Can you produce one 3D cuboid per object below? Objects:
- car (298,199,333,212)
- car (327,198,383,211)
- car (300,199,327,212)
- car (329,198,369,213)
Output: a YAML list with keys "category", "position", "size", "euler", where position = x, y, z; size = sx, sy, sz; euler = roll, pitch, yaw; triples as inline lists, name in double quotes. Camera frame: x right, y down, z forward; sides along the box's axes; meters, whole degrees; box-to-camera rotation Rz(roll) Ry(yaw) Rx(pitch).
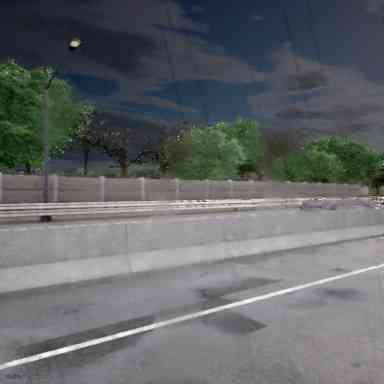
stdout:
- category: "car"
  position: [14.527, 1.538, 39.089]
  size: [4.181, 1.385, 1.994]
  euler: [0, 0, -38]
- category: "car"
  position: [13.076, 1.328, 26.113]
  size: [4.553, 1.767, 2.097]
  euler: [0, 0, -35]
- category: "car"
  position: [12.286, 1.523, 29.843]
  size: [5.357, 1.411, 2.033]
  euler: [0, 0, -35]
- category: "car"
  position: [18.007, 1.452, 38.120]
  size: [5.008, 1.535, 1.882]
  euler: [0, 0, -35]
